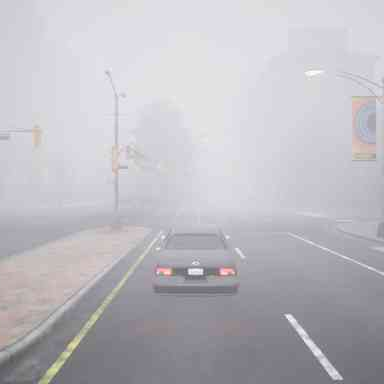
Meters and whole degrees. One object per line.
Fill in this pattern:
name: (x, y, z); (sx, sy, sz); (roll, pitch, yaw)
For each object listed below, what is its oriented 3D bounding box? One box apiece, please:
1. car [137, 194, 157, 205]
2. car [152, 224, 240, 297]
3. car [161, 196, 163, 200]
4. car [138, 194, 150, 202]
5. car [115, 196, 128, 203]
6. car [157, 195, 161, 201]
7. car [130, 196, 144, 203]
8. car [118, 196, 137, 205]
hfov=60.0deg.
car: (-7.994, 1.564, 58.932); (1.994, 1.385, 4.181); (0, 0, 1)
car: (0.086, 1.547, 8.771); (2.033, 1.411, 5.357); (0, 0, 0)
car: (-7.896, 1.500, 77.779); (1.837, 1.490, 4.892); (0, 0, 0)
car: (-11.394, 1.355, 79.549); (2.097, 1.767, 4.553); (0, 0, 0)
car: (-14.657, 1.595, 69.419); (1.895, 1.301, 4.718); (0, 0, 0)
car: (-7.928, 1.526, 67.449); (1.812, 1.442, 4.674); (0, 0, 1)
car: (-11.407, 1.525, 69.537); (2.128, 1.511, 4.902); (0, 0, 0)
car: (-11.489, 1.491, 59.616); (2.128, 1.511, 4.902); (0, 0, 0)
